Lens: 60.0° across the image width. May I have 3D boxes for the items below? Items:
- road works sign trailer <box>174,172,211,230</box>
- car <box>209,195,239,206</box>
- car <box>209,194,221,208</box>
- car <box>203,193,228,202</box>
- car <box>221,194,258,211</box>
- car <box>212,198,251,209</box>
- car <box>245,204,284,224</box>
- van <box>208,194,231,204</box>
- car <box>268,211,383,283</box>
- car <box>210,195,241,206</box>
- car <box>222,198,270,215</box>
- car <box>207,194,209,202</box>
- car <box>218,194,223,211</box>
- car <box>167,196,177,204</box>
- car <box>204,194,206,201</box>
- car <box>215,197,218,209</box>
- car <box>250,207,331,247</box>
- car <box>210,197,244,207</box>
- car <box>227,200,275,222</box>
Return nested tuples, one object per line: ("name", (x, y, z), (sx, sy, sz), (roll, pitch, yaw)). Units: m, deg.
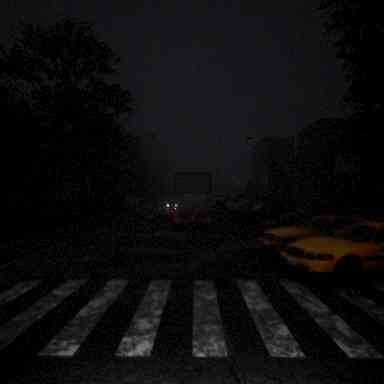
("road works sign trailer", (0.037, 0.486, 21.439), (2.380, 3.560, 2.880), (0, 0, 0))
("car", (5.529, 1.448, 57.720), (4.553, 1.767, 2.185), (1, 0, -20))
("car", (5.431, 1.274, 39.688), (5.566, 2.045, 2.435), (1, 0, -20))
("car", (5.680, 1.418, 81.777), (5.566, 2.045, 2.435), (1, 0, -20))
("car", (5.419, 1.388, 30.712), (4.553, 1.767, 2.185), (1, 0, -20))
("car", (5.453, 1.568, 45.703), (4.792, 1.488, 2.163), (1, 0, -20))
("car", (5.332, 1.507, 15.700), (4.892, 1.521, 2.231), (1, 0, -20))
("van", (5.734, 1.397, 69.785), (4.442, 1.987, 1.878), (1, -1, -20))
("car", (5.139, 1.499, 9.634), (5.366, 1.575, 1.946), (1, 0, -20))
("car", (5.510, 1.438, 54.719), (4.553, 1.767, 2.185), (1, 0, -20))
("car", (5.342, 1.539, 27.692), (4.792, 1.488, 2.163), (1, 0, -20))
("car", (5.479, 1.294, 48.705), (5.566, 2.045, 2.435), (1, 0, -20))
("car", (5.437, 1.391, 33.714), (4.553, 1.767, 2.185), (1, 0, -20))
("car", (-3.837, 1.617, 64.494), (1.837, 1.490, 4.892), (0, 0, 1))
("car", (5.602, 1.609, 66.739), (5.008, 1.535, 2.097), (1, -1, -20))
("car", (5.419, 1.561, 36.710), (4.674, 1.452, 2.002), (1, 0, -20))
("car", (5.143, 1.500, 12.636), (5.366, 1.575, 1.946), (1, 0, -20))
("car", (5.496, 1.584, 51.704), (4.792, 1.488, 2.163), (1, 0, -20))
("car", (5.358, 1.549, 24.701), (4.674, 1.452, 2.002), (1, 0, -20))
